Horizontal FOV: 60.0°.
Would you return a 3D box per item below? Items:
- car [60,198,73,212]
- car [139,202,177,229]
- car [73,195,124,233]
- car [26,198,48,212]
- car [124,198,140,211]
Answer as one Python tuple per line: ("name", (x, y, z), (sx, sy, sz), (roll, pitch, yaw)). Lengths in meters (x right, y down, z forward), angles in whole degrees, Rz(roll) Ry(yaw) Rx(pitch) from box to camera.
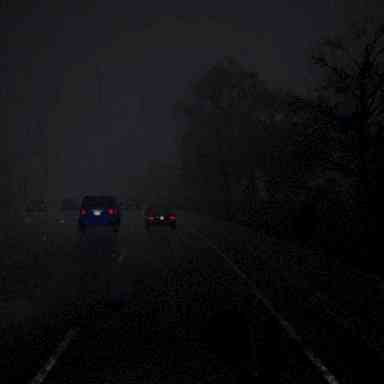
("car", (-14.089, 1.467, 38.555), (1.837, 1.490, 4.892), (0, 0, -20))
("car", (-2.135, 1.517, 21.342), (2.033, 1.411, 5.357), (0, 0, -10))
("car", (-5.397, 1.197, 19.939), (2.150, 2.045, 5.566), (0, 0, -10))
("car", (-17.451, 1.485, 37.575), (1.837, 1.490, 4.892), (0, 0, -20))
("car", (-7.394, 1.438, 40.478), (2.128, 1.511, 4.902), (0, 0, -19))
